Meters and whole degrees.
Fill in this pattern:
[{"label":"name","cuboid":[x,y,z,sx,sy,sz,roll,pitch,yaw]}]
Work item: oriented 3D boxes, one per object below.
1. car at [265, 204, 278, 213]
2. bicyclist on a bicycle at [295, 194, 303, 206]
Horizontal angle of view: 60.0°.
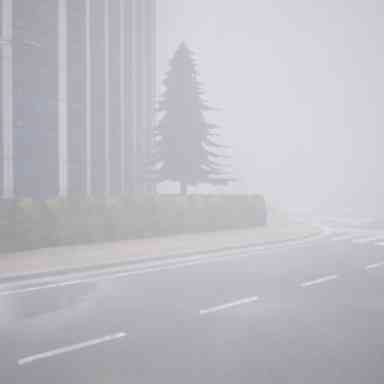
[{"label":"car","cuboid":[6.760,1.506,35.060,1.895,1.301,4.718,0,0,-35]},{"label":"bicyclist on a bicycle","cuboid":[14.432,1.136,44.942,1.656,1.620,0.582,-1,0,-35]}]
